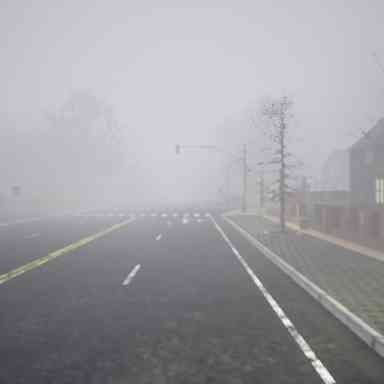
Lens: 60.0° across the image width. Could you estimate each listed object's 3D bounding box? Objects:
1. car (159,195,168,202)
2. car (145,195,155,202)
[{"bbox_3d":[-6.472,1.473,76.982,2.033,1.411,5.357,0,0,0],"label":"car"},{"bbox_3d":[-9.722,1.485,76.983,1.994,1.385,4.181,0,0,0],"label":"car"}]
